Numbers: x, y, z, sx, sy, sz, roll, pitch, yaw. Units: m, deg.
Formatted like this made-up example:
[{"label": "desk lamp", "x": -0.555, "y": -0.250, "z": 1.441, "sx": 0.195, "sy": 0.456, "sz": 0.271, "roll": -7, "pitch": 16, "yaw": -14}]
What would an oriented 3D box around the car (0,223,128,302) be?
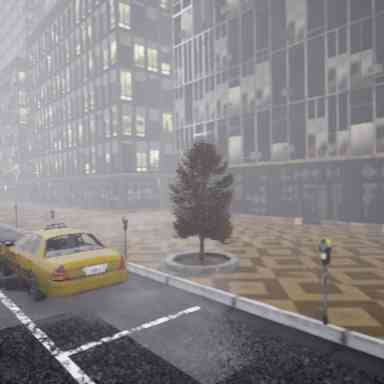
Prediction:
[{"label": "car", "x": -3.344, "y": 1.424, "z": 8.004, "sx": 1.752, "sy": 1.417, "sz": 4.829, "roll": -3, "pitch": 2, "yaw": -41}]
